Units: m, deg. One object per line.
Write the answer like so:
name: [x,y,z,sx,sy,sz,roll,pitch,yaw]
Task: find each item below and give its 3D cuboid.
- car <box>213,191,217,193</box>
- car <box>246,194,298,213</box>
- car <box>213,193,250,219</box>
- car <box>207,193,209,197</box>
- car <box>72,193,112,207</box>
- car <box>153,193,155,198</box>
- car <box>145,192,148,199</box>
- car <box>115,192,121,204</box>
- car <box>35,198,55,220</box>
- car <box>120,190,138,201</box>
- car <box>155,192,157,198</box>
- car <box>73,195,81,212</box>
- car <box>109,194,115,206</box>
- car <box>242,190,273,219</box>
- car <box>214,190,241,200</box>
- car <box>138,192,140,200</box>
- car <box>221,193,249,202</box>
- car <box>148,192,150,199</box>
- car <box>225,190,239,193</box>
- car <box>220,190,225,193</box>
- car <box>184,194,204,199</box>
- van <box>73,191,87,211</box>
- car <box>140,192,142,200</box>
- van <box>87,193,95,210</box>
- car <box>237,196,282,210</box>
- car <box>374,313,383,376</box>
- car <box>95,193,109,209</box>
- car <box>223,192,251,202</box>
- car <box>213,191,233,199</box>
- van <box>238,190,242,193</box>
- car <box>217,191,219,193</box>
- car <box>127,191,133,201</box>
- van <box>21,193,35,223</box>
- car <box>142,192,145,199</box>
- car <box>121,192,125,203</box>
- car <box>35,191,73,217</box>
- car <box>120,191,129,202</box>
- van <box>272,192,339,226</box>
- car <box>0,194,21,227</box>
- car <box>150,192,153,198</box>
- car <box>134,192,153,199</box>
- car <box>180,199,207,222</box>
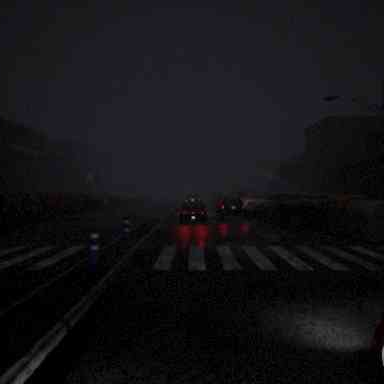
car: [7.578,0.614,65.347,5.566,2.045,2.435,0,0,0]
car: [7.654,1.116,32.263,4.553,1.767,2.185,0,1,0]
car: [3.085,1.172,26.903,2.097,1.767,4.553,0,0,0]
car: [7.623,0.676,90.153,5.566,2.045,2.435,0,0,0]
car: [-12.908,1.026,43.357,4.553,1.767,2.185,0,1,0]
car: [-13.002,0.931,85.149,5.366,1.575,1.946,0,0,0]
car: [-12.809,0.621,71.136,5.566,2.045,2.435,0,0,0]
car: [-12.867,1.116,46.137,5.008,1.535,2.097,0,1,0]
car: [-12.898,1.385,24.030,4.792,1.488,2.163,0,0,0]
car: [-13.038,0.931,60.156,5.366,1.575,1.946,0,1,0]
car: [-12.779,0.999,90.581,4.792,1.488,2.163,0,0,0]
car: [-12.898,1.307,29.584,4.892,1.521,2.231,0,1,0]
car: [-12.695,1.182,40.702,5.366,1.575,1.946,0,1,0]
car: [7.596,1.017,29.503,5.566,2.045,2.435,0,1,0]
car: [7.575,0.595,70.857,5.566,2.045,2.435,0,0,0]
car: [-12.851,0.947,62.926,4.674,1.452,2.002,0,1,0]
car: [7.639,0.940,59.839,4.792,1.488,2.163,0,1,0]
car: [-12.798,0.760,76.689,4.553,1.767,2.185,0,0,0]
car: [7.584,0.922,48.811,4.553,1.767,2.185,0,1,0]
car: [7.585,0.761,51.566,5.566,2.045,2.435,0,1,0]
car: [0.078,1.022,41.897,2.097,1.767,4.553,0,1,0]
van: [-13.016,1.053,32.364,4.442,1.987,1.878,0,1,0]
car: [-12.842,0.929,65.584,4.674,1.452,2.002,0,0,0]
van: [-13.007,1.025,35.018,4.442,1.987,1.878,0,1,0]
car: [7.618,1.223,37.781,4.674,1.452,2.002,0,1,0]
car: [3.085,1.487,2.028,1.812,1.442,4.674,-2,0,0]
car: [-12.855,0.966,37.916,5.566,2.045,2.435,0,1,0]
car: [7.642,0.814,57.080,4.553,1.767,2.185,0,1,0]
car: [7.630,0.755,81.880,4.553,1.767,2.185,0,0,0]
van: [7.505,0.988,35.020,4.442,1.987,1.878,0,1,0]
car: [7.603,0.882,62.591,5.008,1.535,2.097,0,0,0]
car: [-12.866,1.002,54.599,5.008,1.535,2.097,0,1,0]
van: [-12.821,1.152,21.121,4.442,1.987,1.878,0,0,0]
car: [-13.027,0.875,68.358,5.366,1.575,1.946,0,0,0]
car: [-12.898,1.108,48.917,4.792,1.488,2.163,0,1,0]
car: [-12.944,1.081,26.681,5.566,2.045,2.435,0,1,0]
car: [-12.871,1.042,51.696,4.892,1.521,2.231,0,1,0]
van: [7.745,1.113,21.228,4.442,1.987,1.878,0,0,0]
car: [-12.979,1.147,18.345,5.566,2.045,2.435,0,0,0]
car: [-12.827,0.918,82.369,4.892,1.521,2.231,0,0,0]
car: [-12.786,0.825,87.811,4.553,1.767,2.185,0,0,0]
car: [0.087,1.443,25.003,1.895,1.301,4.718,0,0,0]
